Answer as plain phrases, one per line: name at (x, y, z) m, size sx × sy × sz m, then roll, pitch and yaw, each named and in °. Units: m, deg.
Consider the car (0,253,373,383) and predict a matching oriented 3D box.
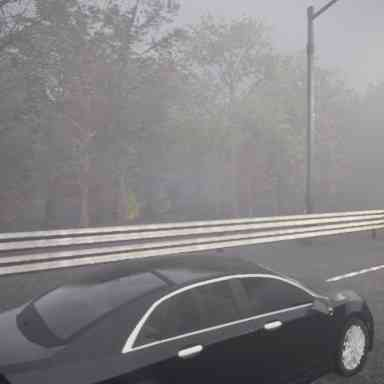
car at (0.245, 1.513, 3.925) m, size 4.892 × 1.490 × 1.837 m, roll 0°, pitch 0°, yaw -35°
